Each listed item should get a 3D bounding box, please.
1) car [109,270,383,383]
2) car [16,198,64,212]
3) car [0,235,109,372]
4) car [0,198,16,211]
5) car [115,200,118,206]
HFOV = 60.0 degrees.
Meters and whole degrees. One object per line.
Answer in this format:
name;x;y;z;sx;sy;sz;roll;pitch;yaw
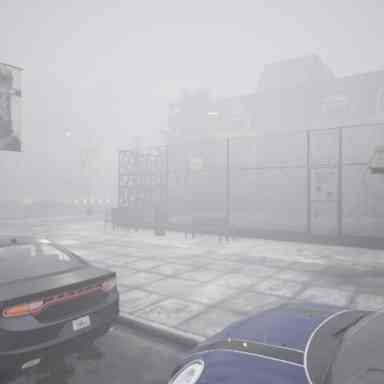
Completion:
car;1.917;1.354;1.936;4.553;1.767;2.185;0;0;35
car;-17.370;1.495;38.860;1.837;1.490;4.892;0;0;35
car;-3.394;1.478;5.556;5.008;1.535;2.097;0;0;35
car;-22.081;1.481;38.265;2.128;1.511;4.902;0;0;36
car;-10.407;1.467;54.831;1.882;1.535;5.008;0;0;35
